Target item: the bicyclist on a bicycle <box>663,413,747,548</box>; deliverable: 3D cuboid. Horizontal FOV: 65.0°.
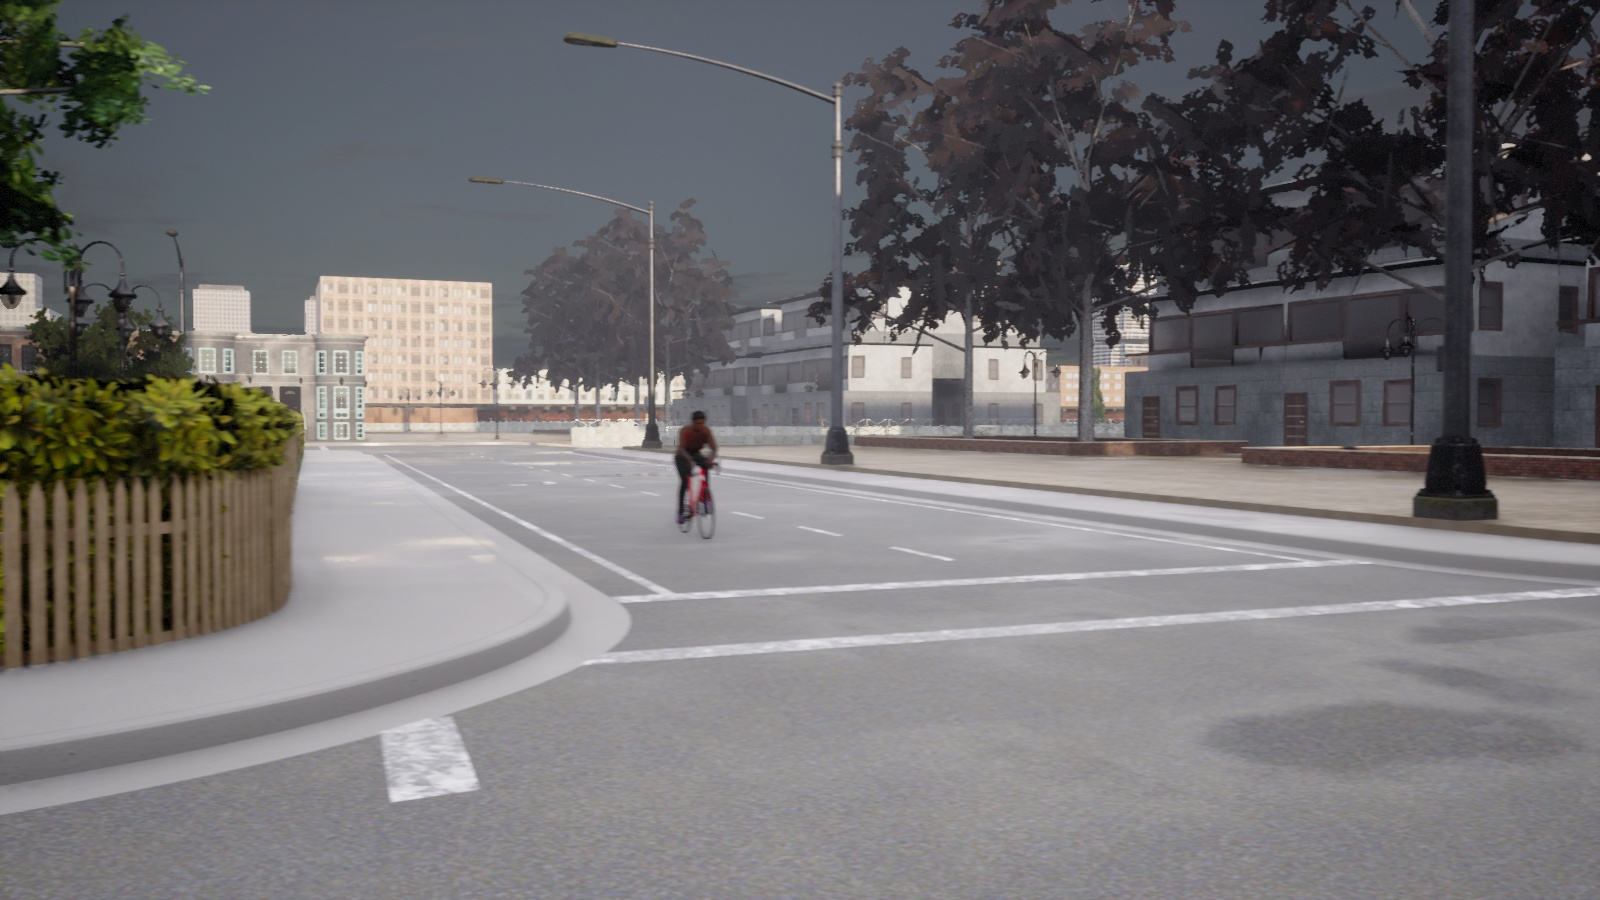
[{"bbox_3d":[-1.237,0.351,16.095,0.582,1.620,1.656,-2,2,-21],"label":"bicyclist on a bicycle"}]
